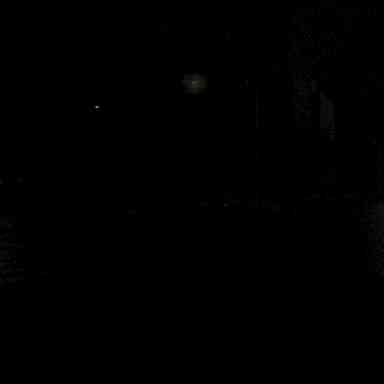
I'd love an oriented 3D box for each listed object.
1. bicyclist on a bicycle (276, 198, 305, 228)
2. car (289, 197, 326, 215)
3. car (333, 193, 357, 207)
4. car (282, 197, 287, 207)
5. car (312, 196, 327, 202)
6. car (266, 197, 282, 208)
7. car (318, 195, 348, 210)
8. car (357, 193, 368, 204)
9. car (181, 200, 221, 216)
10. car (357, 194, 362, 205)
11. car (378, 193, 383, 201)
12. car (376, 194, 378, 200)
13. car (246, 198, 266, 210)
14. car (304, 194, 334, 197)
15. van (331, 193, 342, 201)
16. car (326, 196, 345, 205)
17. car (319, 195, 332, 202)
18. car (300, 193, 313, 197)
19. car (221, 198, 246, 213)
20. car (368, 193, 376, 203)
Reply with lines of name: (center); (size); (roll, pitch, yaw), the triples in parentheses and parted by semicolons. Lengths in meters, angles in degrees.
bicyclist on a bicycle: (5.379, 1.177, 18.341); (1.656, 1.620, 0.582); (-1, 0, 35)
car: (10.852, 1.424, 31.439); (1.947, 1.339, 4.313); (0, 0, 35)
car: (20.486, 1.136, 45.344); (2.192, 1.841, 5.009); (0, 0, 35)
car: (13.484, 1.454, 50.205); (1.947, 1.339, 4.313); (0, 0, 35)
car: (26.334, 1.417, 68.746); (1.947, 1.339, 4.313); (0, 0, 35)
car: (10.175, 1.425, 45.429); (1.752, 1.417, 4.829); (0, 0, 35)
car: (17.275, 1.376, 40.709); (1.887, 1.381, 4.507); (0, 0, 35)
car: (26.909, 1.117, 54.613); (2.192, 1.841, 5.009); (0, 0, 35)
car: (0.636, 1.523, 31.663); (1.802, 1.307, 4.206); (0, 0, 35)
car: (23.699, 1.377, 49.978); (1.947, 1.339, 4.313); (0, 0, 35)
car: (42.969, 1.358, 77.786); (1.802, 1.307, 4.206); (-1, 0, 35)
car: (36.643, 1.302, 68.656); (1.752, 1.417, 4.829); (0, 0, 35)
car: (7.060, 1.493, 40.934); (1.802, 1.307, 4.206); (0, 0, 35)
car: (17.422, 1.336, 45.431); (2.128, 1.511, 4.902); (-1, 0, 35)
van: (35.967, 1.184, 82.653); (1.690, 1.788, 3.998); (-1, 0, 35)
car: (23.280, 1.353, 53.887); (1.812, 1.442, 4.674); (-1, 0, 35)
car: (29.545, 1.426, 73.380); (1.802, 1.307, 4.206); (0, 0, 35)
car: (19.909, 1.414, 59.475); (1.887, 1.381, 4.507); (0, 0, 35)
car: (3.847, 1.365, 36.298); (1.967, 1.590, 4.097); (0, 0, 35)
car: (33.334, 1.099, 63.883); (2.192, 1.841, 5.009); (0, 0, 35)
